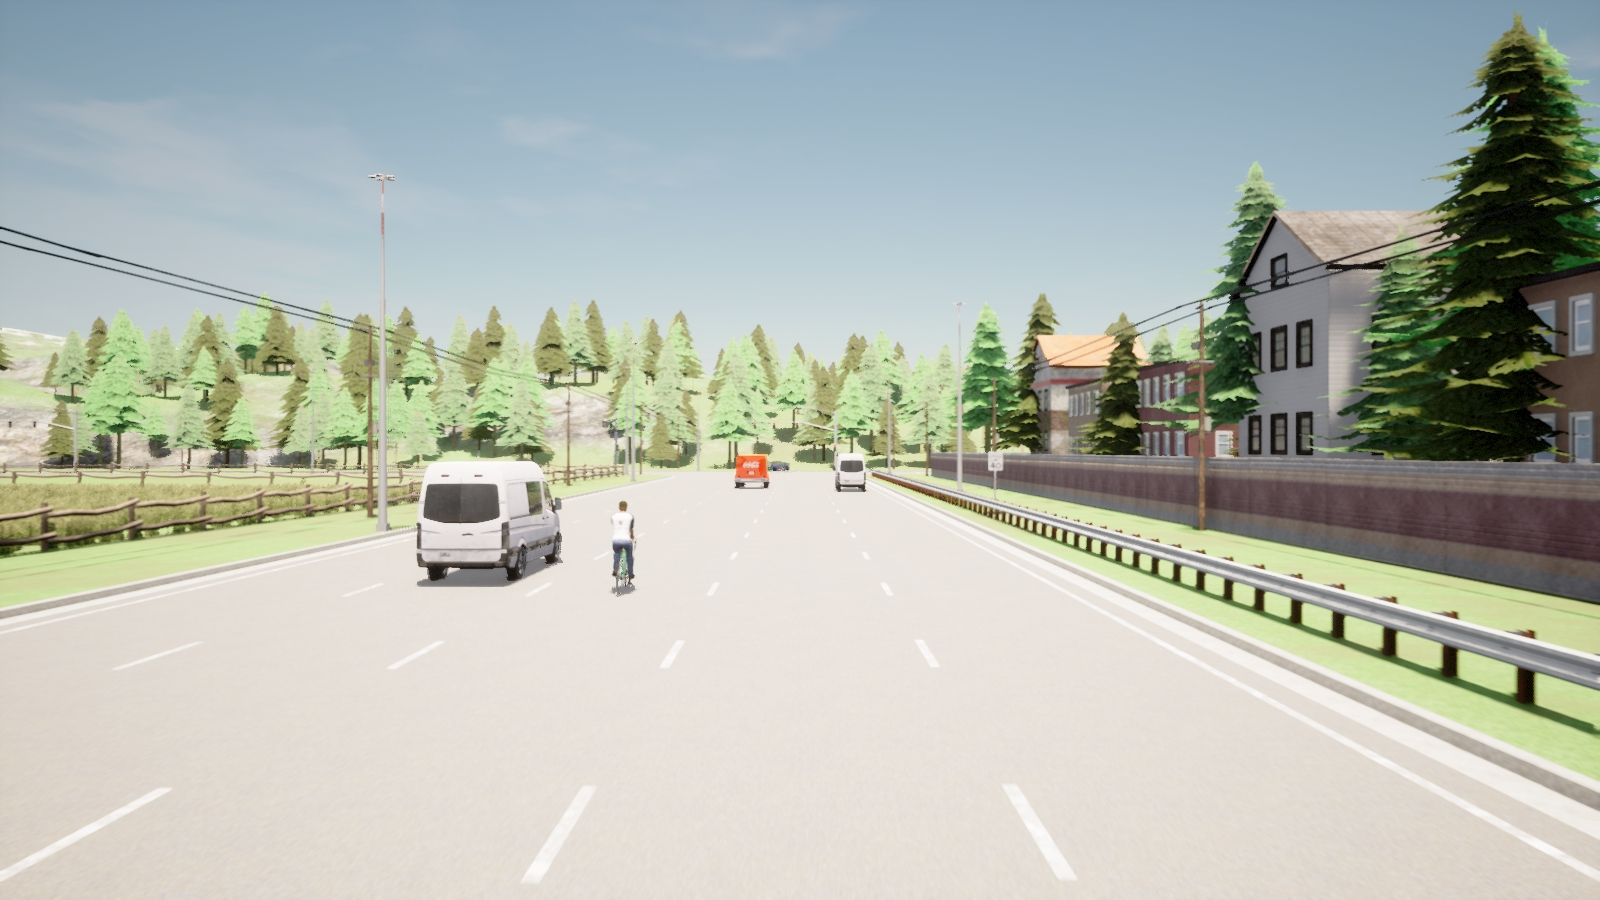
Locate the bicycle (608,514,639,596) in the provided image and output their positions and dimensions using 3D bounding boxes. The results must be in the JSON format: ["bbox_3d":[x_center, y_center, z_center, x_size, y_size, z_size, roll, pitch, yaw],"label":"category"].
[{"bbox_3d":[-3.500,2.056,22.709,0.373,1.496,1.643,0,0,0],"label":"bicycle"}]

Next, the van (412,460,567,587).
[{"bbox_3d":[-6.997,1.534,26.472,1.988,2.561,5.915,0,0,0],"label":"van"}]
